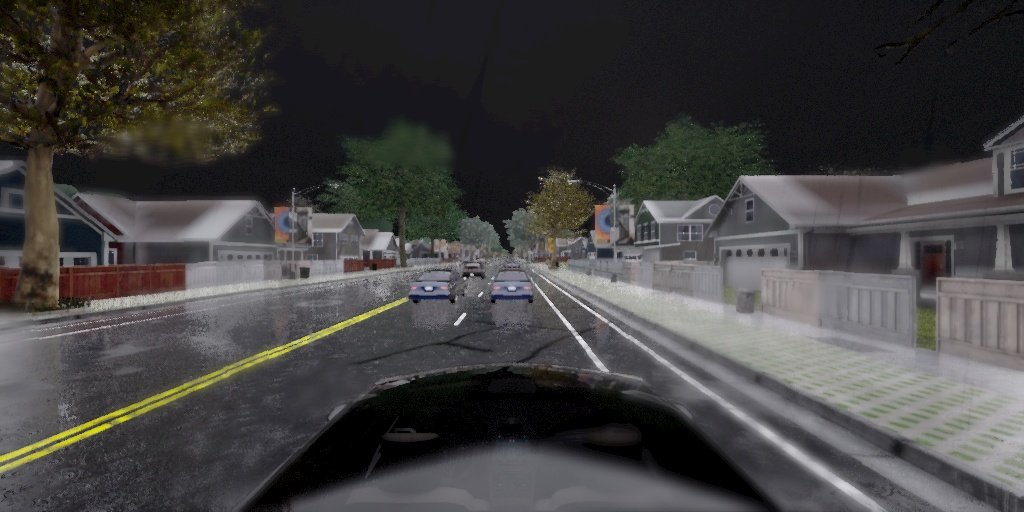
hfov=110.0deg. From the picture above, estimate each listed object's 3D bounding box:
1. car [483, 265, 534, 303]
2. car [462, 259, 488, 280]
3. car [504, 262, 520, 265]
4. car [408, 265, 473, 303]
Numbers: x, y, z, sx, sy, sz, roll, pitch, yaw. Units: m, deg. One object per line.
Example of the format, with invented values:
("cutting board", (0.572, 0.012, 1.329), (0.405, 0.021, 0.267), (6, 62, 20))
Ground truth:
("car", (0.000, 1.312, 16.500), (2.033, 1.411, 5.357), (0, 0, 0))
("car", (-3.249, 1.266, 31.500), (1.837, 1.490, 4.892), (0, 0, 0))
("car", (0.000, 1.245, 31.500), (2.128, 1.511, 4.902), (0, 0, 0))
("car", (-3.249, 1.312, 16.499), (2.033, 1.411, 5.357), (0, 0, 0))
